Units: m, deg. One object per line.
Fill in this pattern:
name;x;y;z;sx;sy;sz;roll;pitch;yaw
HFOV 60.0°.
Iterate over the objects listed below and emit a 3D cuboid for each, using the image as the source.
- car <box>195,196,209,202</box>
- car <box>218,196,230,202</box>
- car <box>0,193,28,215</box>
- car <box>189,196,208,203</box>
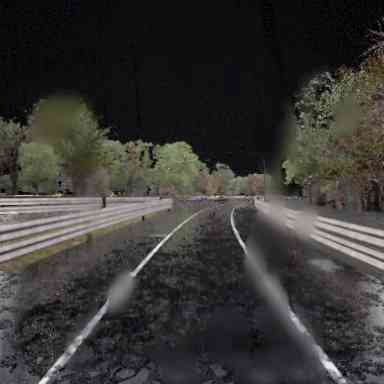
car;2.558;1.688;84.811;1.882;1.535;5.008;0;-1;22
car;7.556;1.682;78.448;1.837;1.490;4.892;0;-1;22
car;-14.266;0.833;24.264;2.097;1.767;4.553;0;-1;22
car;1.123;1.603;71.771;2.033;1.411;5.357;0;-1;22
